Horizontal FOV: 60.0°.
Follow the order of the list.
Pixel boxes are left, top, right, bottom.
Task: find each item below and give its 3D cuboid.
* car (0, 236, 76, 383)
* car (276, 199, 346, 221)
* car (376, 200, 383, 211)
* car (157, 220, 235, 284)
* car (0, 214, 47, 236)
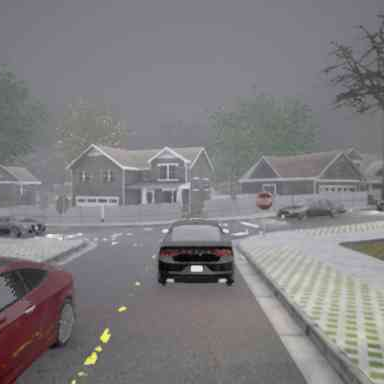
[{"bbox_3d":[-2.776,1.554,3.669,1.812,1.442,4.674,0,0,1],"label":"car"},{"bbox_3d":[8.927,1.256,24.727,5.357,1.411,2.033,-2,2,-23],"label":"car"},{"bbox_3d":[18.039,0.905,28.907,4.181,1.385,1.994,-2,1,-25],"label":"car"},{"bbox_3d":[0.106,1.552,9.800,1.882,1.535,5.008,0,0,0],"label":"car"},{"bbox_3d":[-11.531,2.155,21.450,4.181,1.385,1.994,-2,0,21],"label":"car"}]
